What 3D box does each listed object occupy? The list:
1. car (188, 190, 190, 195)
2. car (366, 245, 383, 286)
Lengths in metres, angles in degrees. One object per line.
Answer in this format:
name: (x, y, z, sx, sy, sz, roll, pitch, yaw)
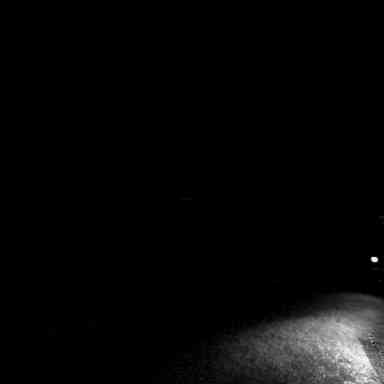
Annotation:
car: (-2.155, -0.149, 44.197, 2.128, 1.511, 4.902, 2, 2, -34)
car: (6.066, 1.577, 8.450, 1.895, 1.301, 4.718, 0, 0, 44)
